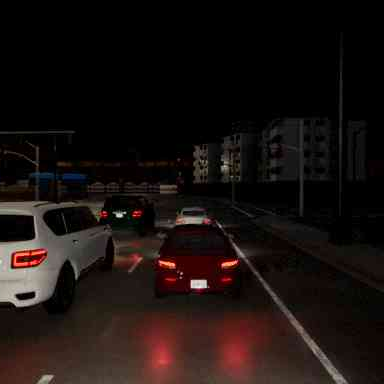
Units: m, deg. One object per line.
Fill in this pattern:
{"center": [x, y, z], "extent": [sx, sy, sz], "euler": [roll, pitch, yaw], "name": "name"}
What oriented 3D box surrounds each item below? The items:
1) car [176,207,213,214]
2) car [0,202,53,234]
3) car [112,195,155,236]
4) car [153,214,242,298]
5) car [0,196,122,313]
{"center": [0.106, 1.490, 17.495], "extent": [1.812, 1.442, 4.674], "euler": [0, 0, 1], "name": "car"}
{"center": [-10.469, 1.439, 20.256], "extent": [1.882, 1.535, 5.008], "euler": [0, 0, 0], "name": "car"}
{"center": [-3.362, 1.179, 18.123], "extent": [2.150, 2.045, 5.566], "euler": [0, 0, 0], "name": "car"}
{"center": [0.116, 1.521, 8.408], "extent": [1.812, 1.442, 4.674], "euler": [0, 0, 0], "name": "car"}
{"center": [-3.387, 1.218, 7.764], "extent": [2.150, 2.045, 5.566], "euler": [0, 0, 0], "name": "car"}
